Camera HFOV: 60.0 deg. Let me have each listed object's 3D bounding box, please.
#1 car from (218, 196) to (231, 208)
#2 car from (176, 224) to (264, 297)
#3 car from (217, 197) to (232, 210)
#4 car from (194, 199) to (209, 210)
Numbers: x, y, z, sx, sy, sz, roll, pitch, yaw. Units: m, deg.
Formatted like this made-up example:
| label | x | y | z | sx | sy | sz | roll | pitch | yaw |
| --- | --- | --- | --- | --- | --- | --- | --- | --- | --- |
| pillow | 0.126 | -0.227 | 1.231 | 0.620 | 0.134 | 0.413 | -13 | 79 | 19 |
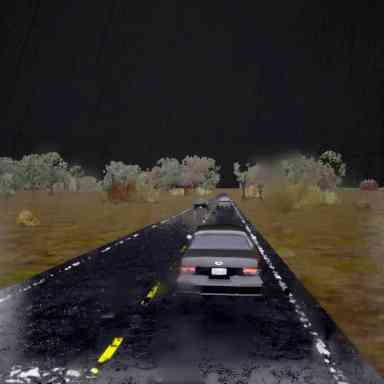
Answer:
| label | x | y | z | sx | sy | sz | roll | pitch | yaw |
| --- | --- | --- | --- | --- | --- | --- | --- | --- | --- |
| car | 4.858 | 1.470 | 49.599 | 1.882 | 1.535 | 5.008 | 0 | 0 | 6 |
| car | 0.762 | 1.548 | 8.785 | 2.033 | 1.411 | 5.357 | 0 | 0 | 6 |
| car | 4.164 | 1.488 | 42.296 | 2.128 | 1.511 | 4.902 | 0 | 0 | 6 |
| car | 1.289 | 1.597 | 44.079 | 1.895 | 1.301 | 4.718 | 0 | 0 | 6 |
